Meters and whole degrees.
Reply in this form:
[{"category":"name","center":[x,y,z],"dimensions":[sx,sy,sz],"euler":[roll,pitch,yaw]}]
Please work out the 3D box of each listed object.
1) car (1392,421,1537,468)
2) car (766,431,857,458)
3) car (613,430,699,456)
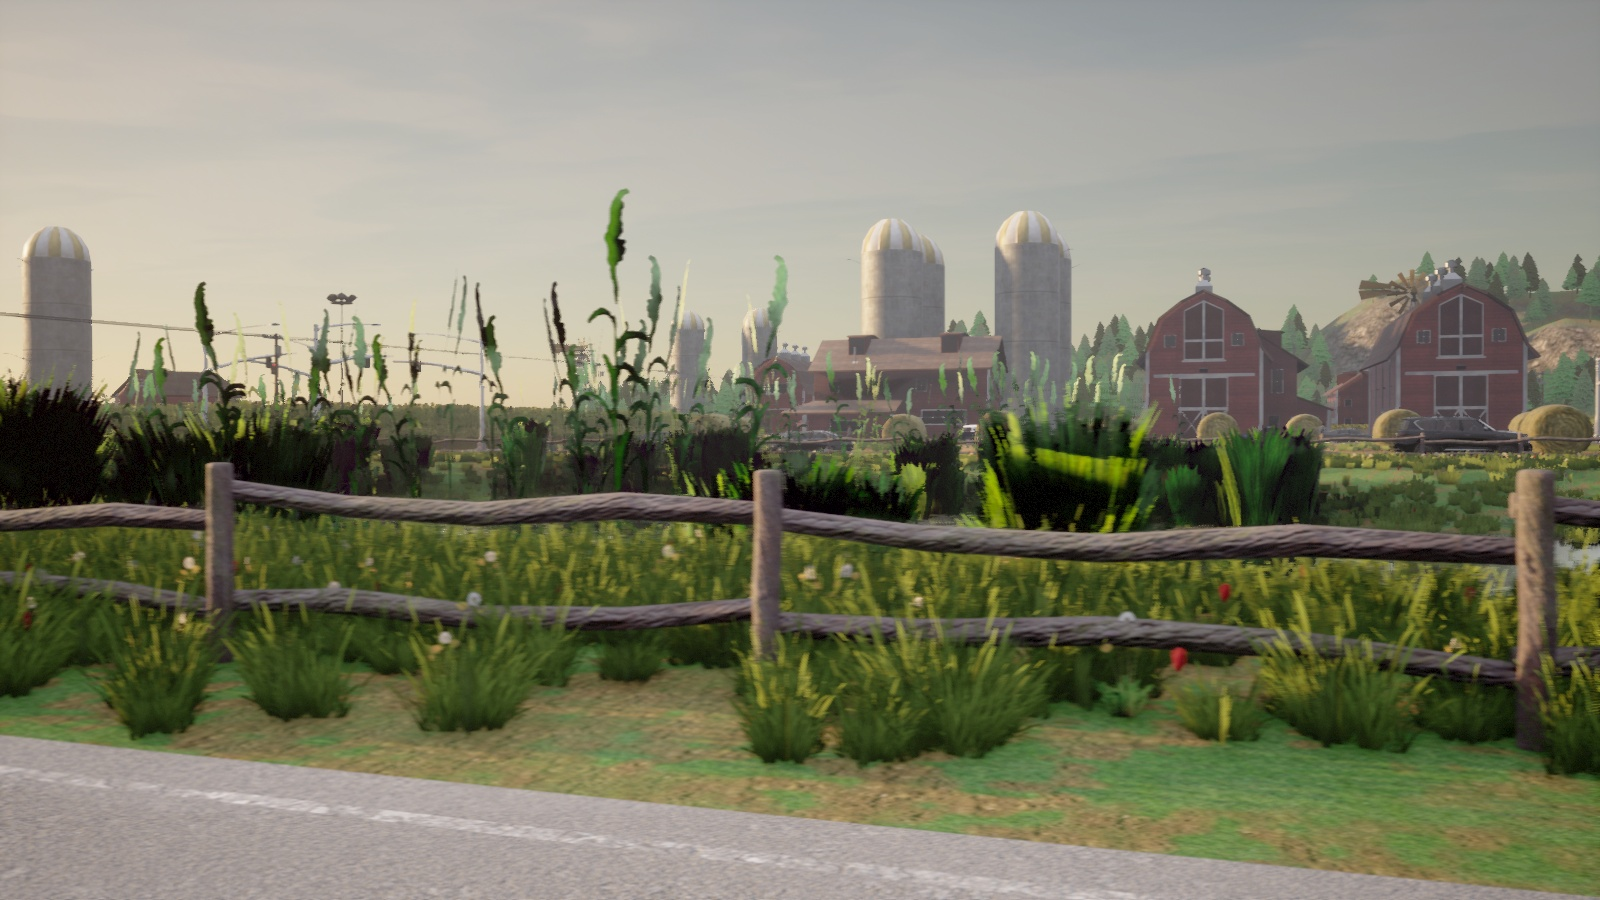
[{"category":"car","center":[30.011,-0.276,56.940],"dimensions":[5.566,2.045,2.150],"euler":[1,1,21]},{"category":"car","center":[0.639,-0.345,72.247],"dimensions":[4.892,1.490,1.837],"euler":[1,1,22]},{"category":"car","center":[-8.712,-0.439,75.923],"dimensions":[4.892,1.490,1.837],"euler":[1,1,21]}]
